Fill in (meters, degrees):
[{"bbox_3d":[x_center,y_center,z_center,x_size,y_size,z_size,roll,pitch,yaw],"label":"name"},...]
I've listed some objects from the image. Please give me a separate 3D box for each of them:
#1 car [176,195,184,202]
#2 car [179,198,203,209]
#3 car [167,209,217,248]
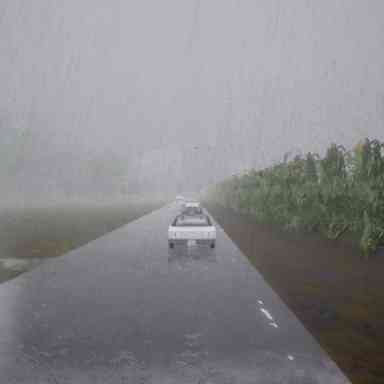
[{"bbox_3d":[-2.750,1.527,76.743,1.882,1.535,5.008,0,0,0],"label":"car"},{"bbox_3d":[0.000,1.551,29.652,1.812,1.442,4.674,0,0,0],"label":"car"},{"bbox_3d":[0.000,1.623,14.680,1.895,1.301,4.718,0,0,0],"label":"car"}]
